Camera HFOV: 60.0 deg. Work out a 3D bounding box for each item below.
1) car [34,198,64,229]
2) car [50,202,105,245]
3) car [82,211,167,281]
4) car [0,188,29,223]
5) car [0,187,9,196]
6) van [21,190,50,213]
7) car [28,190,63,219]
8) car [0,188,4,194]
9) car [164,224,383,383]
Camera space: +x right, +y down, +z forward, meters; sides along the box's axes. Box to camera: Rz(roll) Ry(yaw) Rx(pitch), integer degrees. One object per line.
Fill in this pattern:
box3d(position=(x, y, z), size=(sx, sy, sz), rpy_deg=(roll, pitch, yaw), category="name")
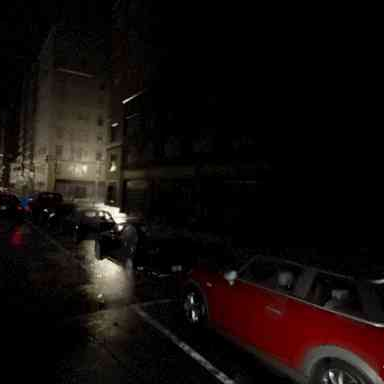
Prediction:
box3d(position=(-7.433, 1.255, 18.946), size=(1.947, 1.339, 4.313), rpy_deg=(3, 0, -32), category="car")
box3d(position=(-4.469, 1.371, 14.287), size=(2.008, 1.369, 4.403), rpy_deg=(3, 0, -32), category="car")
box3d(position=(-1.505, 1.503, 9.627), size=(2.008, 1.369, 4.403), rpy_deg=(3, 0, -32), category="car")
box3d(position=(-11.504, 0.845, 20.153), size=(2.097, 1.767, 4.553), rpy_deg=(3, 0, -32), category="car")
box3d(position=(-37.146, -0.166, 65.134), size=(1.967, 1.590, 4.097), rpy_deg=(3, 0, -34), category="car")
box3d(position=(-13.350, 0.767, 28.265), size=(1.690, 1.788, 3.998), rpy_deg=(3, 0, -32), category="van")
box3d(position=(-10.385, 0.873, 23.606), size=(2.192, 1.841, 5.009), rpy_deg=(3, 0, -32), category="car")
box3d(position=(-43.430, -0.293, 74.538), size=(1.802, 1.307, 4.206), rpy_deg=(3, 0, -34), category="car")
box3d(position=(1.464, 1.524, 4.968), size=(1.967, 1.590, 4.097), rpy_deg=(3, 0, -32), category="car")
